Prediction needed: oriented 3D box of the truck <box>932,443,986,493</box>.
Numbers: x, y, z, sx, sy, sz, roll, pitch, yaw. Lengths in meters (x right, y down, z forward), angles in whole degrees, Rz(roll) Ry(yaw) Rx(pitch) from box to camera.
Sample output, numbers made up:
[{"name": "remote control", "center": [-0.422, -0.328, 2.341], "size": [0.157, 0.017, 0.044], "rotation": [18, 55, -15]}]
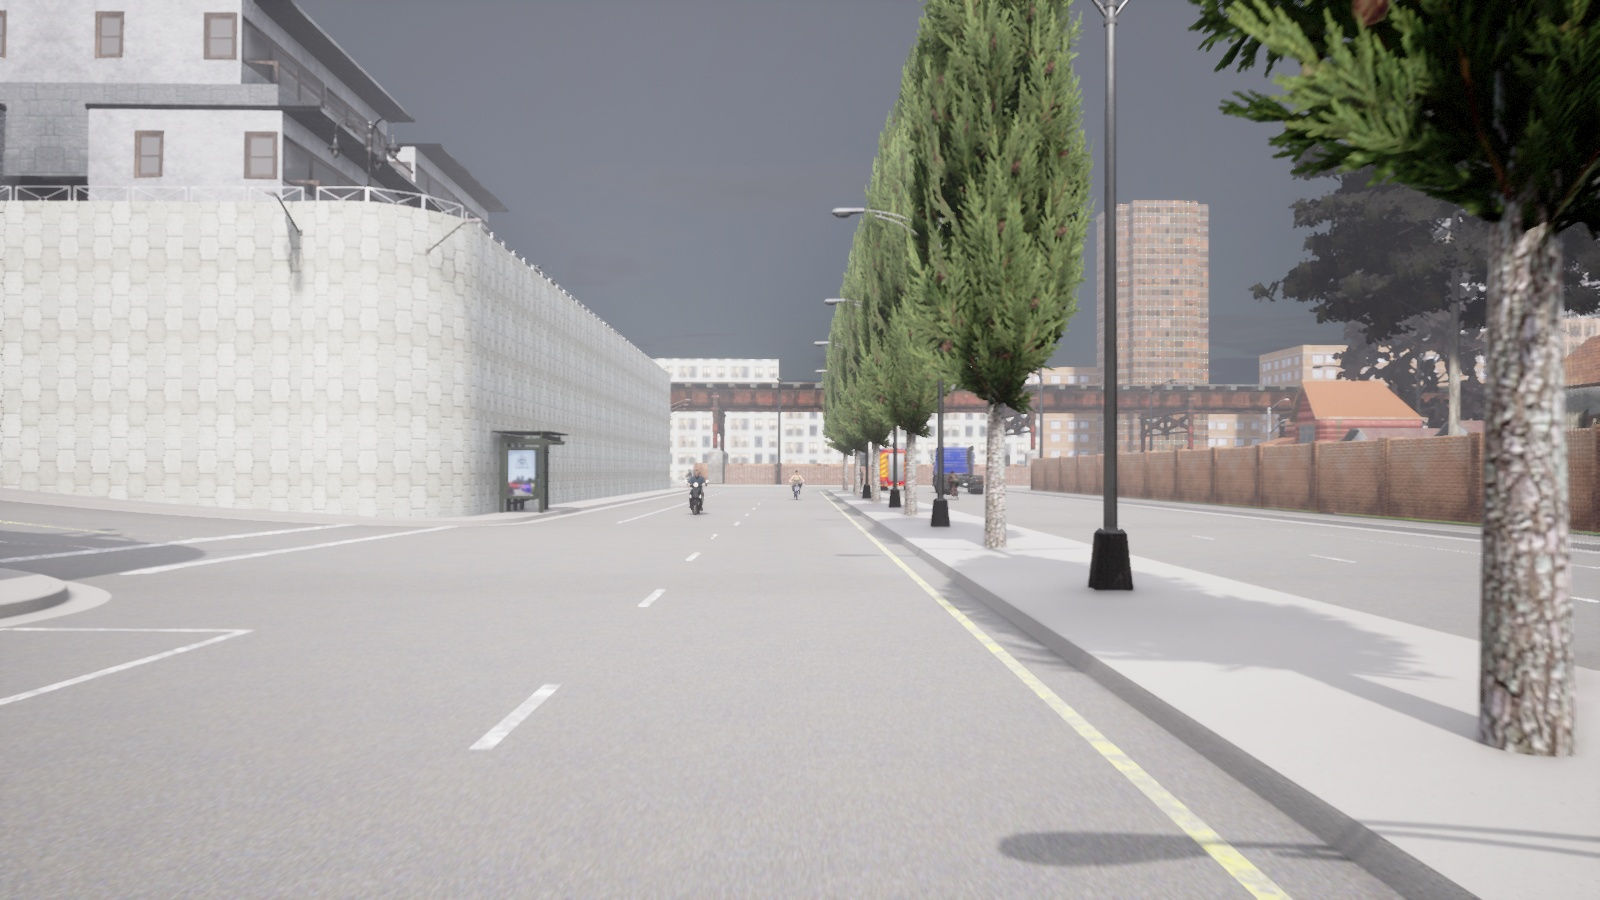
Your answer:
[{"name": "truck", "center": [11.285, 1.291, 89.823], "size": [2.891, 3.462, 7.936], "rotation": [0, -1, 0]}]

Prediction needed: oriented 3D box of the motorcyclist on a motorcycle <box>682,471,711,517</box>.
[{"name": "motorcyclist on a motorcycle", "center": [-3.607, 1.520, 44.041], "size": [0.866, 1.590, 1.817], "rotation": [0, -1, 0]}]
